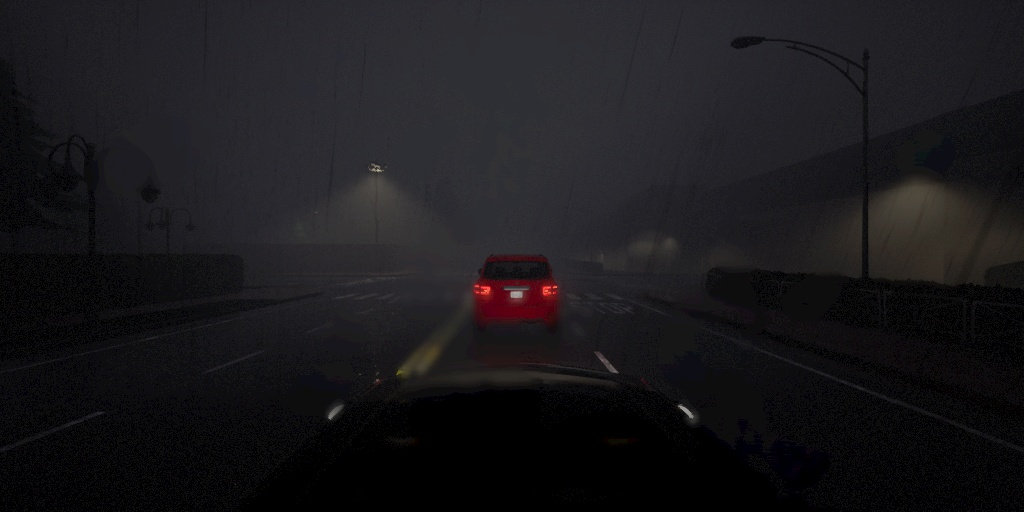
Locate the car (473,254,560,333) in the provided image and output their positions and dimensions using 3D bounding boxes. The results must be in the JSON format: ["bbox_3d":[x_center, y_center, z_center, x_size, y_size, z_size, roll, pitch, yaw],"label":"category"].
[{"bbox_3d":[0.120,0.971,10.841,2.150,2.045,5.566,0,0,0],"label":"car"}]

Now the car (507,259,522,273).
[{"bbox_3d":[0.348,1.228,45.568,1.882,1.535,5.008,0,0,1],"label":"car"}]
